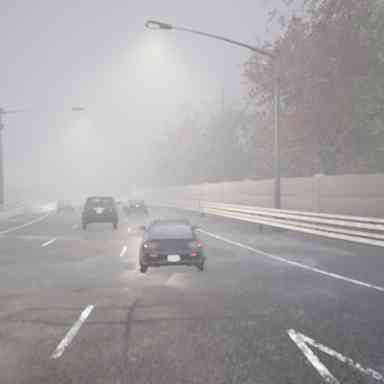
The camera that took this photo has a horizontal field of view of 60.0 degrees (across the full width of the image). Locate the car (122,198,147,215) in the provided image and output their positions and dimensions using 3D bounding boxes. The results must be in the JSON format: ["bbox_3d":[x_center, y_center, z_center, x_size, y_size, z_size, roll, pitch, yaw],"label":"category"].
[{"bbox_3d":[-6.014,1.406,34.587,2.097,1.767,4.553,0,0,-18],"label":"car"}]

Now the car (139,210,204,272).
[{"bbox_3d":[-0.719,1.539,10.834,1.812,1.442,4.674,0,0,-6],"label":"car"}]

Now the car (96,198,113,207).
[{"bbox_3d":[-14.525,1.703,55.164,1.895,1.301,4.718,0,0,-24],"label":"car"}]

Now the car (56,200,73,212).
[{"bbox_3d":[-15.506,1.638,40.527,2.033,1.411,5.357,0,0,-23],"label":"car"}]

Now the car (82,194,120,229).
[{"bbox_3d":[-6.092,1.264,22.405,2.150,2.045,5.566,0,0,-12],"label":"car"}]

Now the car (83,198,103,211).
[{"bbox_3d":[-12.792,1.562,42.889,1.882,1.535,5.008,0,0,-23],"label":"car"}]
